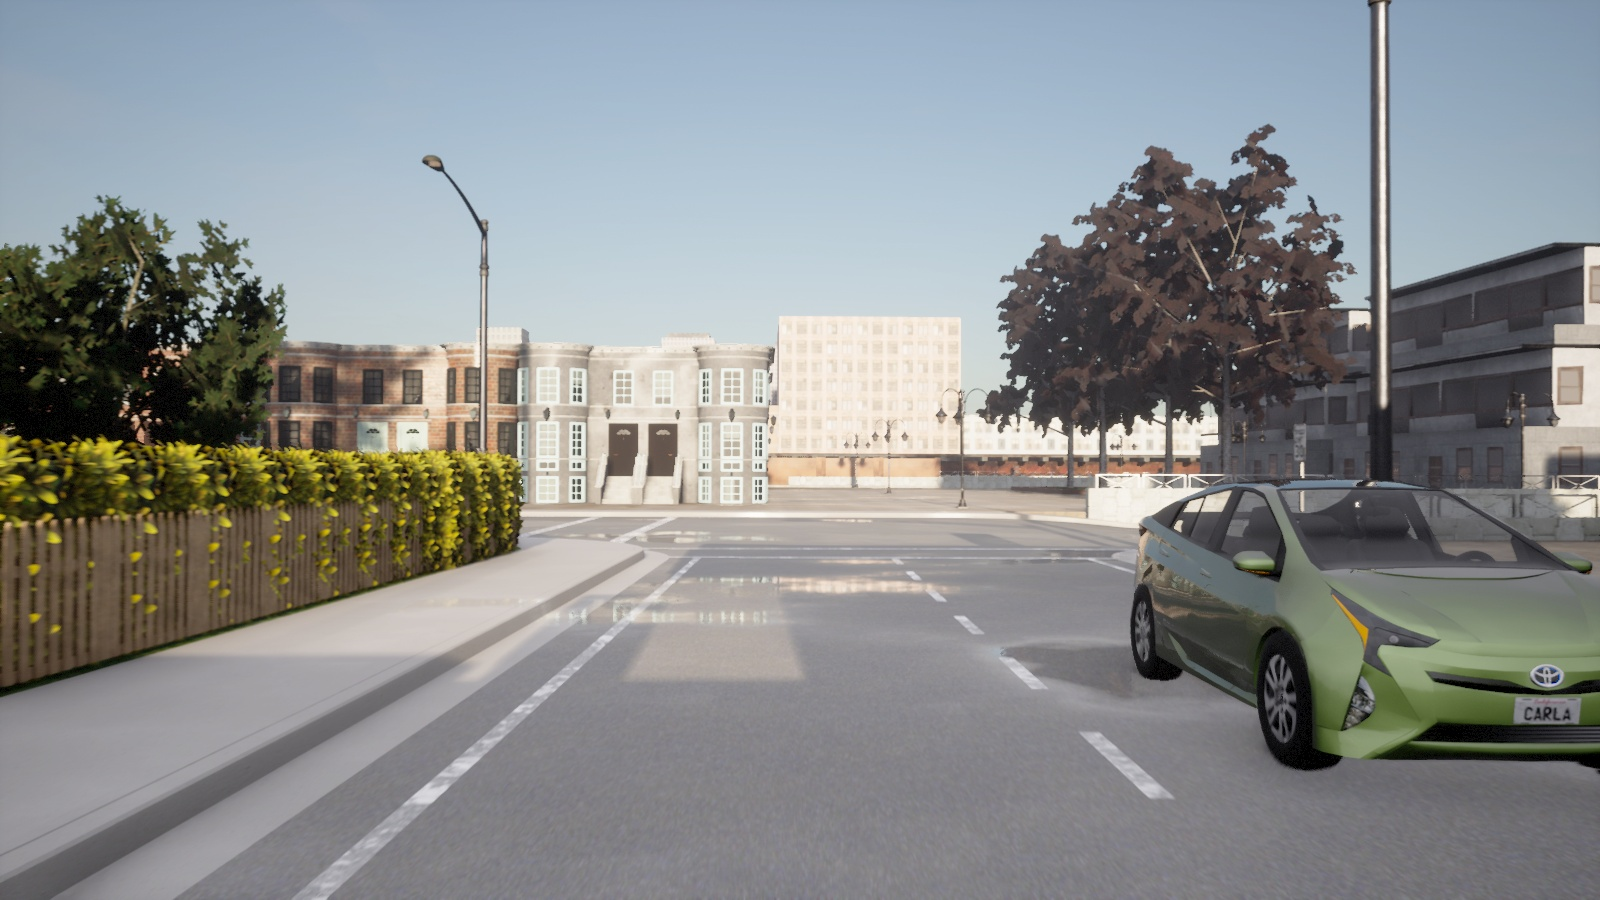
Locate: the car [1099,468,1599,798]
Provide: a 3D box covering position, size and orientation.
[{"bbox_3d":[3.480,0.883,8.093,2.007,1.525,4.514,0,-1,0],"label":"car"}]
